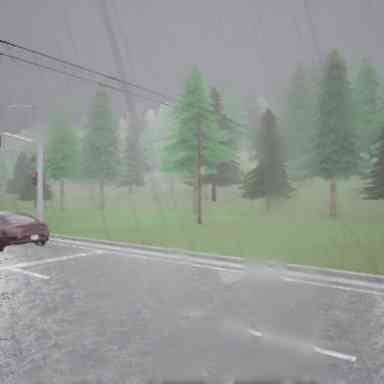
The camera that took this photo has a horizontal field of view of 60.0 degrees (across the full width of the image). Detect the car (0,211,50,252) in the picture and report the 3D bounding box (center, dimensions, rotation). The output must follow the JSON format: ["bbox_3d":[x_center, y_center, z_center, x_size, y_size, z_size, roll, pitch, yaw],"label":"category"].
[{"bbox_3d":[-7.783,1.539,13.845,4.674,1.442,1.812,0,0,36],"label":"car"}]
